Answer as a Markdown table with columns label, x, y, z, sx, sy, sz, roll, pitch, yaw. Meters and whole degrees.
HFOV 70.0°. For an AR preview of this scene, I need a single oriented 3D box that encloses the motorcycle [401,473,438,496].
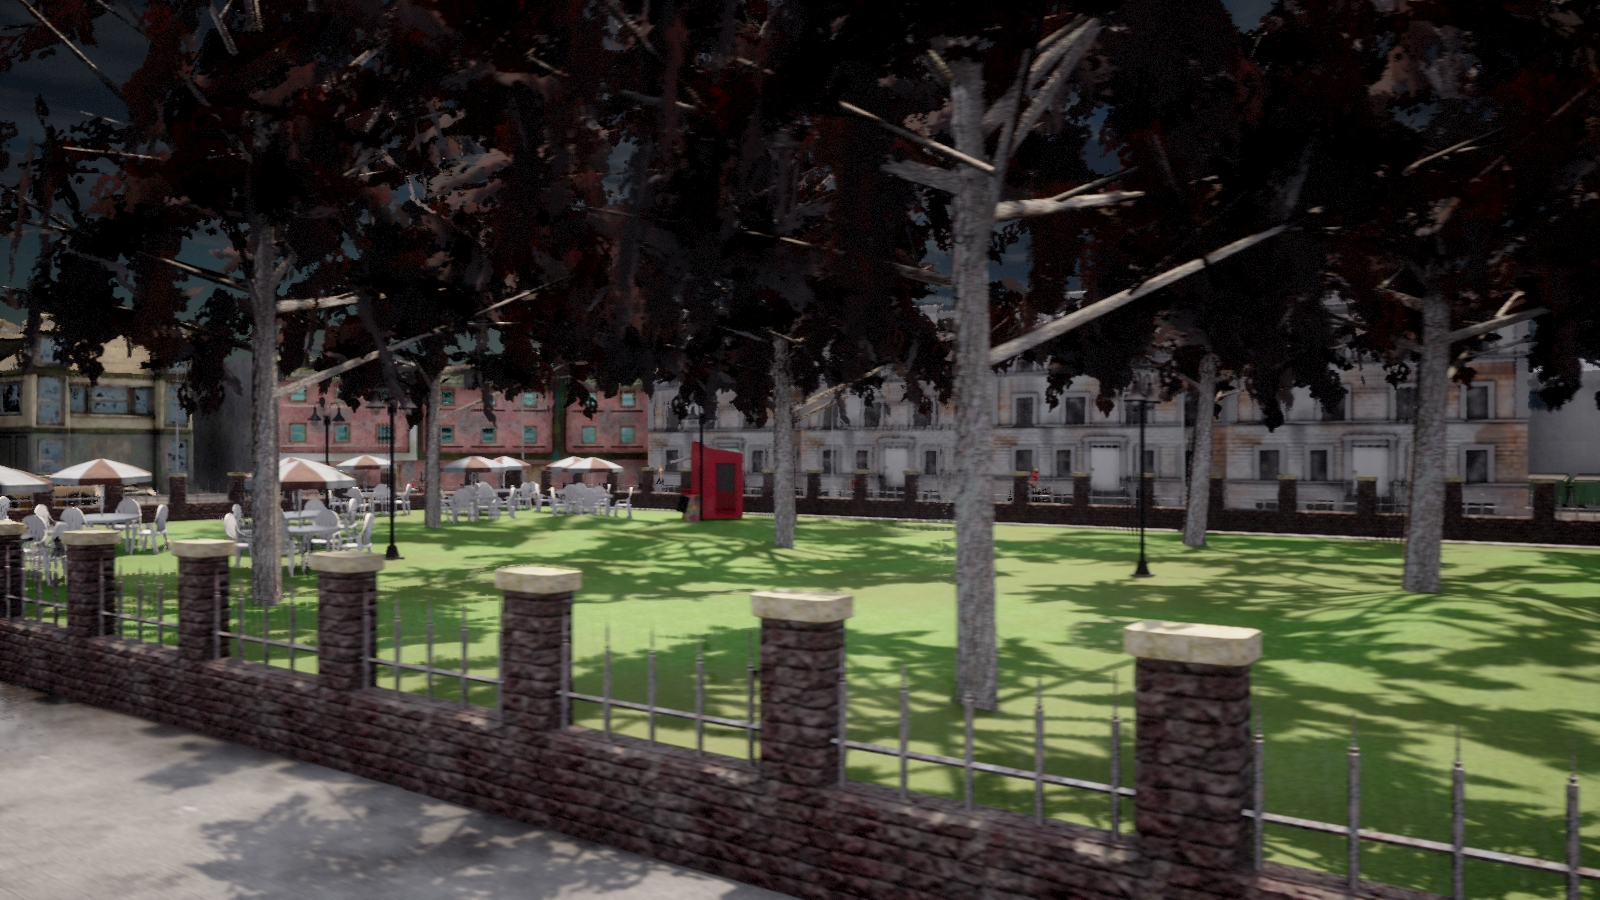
| label | x | y | z | sx | sy | sz | roll | pitch | yaw |
| --- | --- | --- | --- | --- | --- | --- | --- | --- | --- |
| motorcycle | -21.426 | 1.958 | 64.376 | 1.805 | 1.236 | 0.856 | 0 | 0 | -39 |

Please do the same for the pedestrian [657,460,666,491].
| label | x | y | z | sx | sy | sz | roll | pitch | yaw |
| --- | --- | --- | --- | --- | --- | --- | --- | --- | --- |
| pedestrian | -8.286 | 1.520 | 68.311 | 0.375 | 1.860 | 0.375 | 0 | 0 | 19 |

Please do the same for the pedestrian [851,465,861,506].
| label | x | y | z | sx | sy | sz | roll | pitch | yaw |
| --- | --- | --- | --- | --- | --- | --- | --- | --- | --- |
| pedestrian | 2.573 | 1.625 | 52.412 | 0.375 | 1.860 | 0.375 | 0 | 0 | 19 |

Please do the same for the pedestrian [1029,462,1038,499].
| label | x | y | z | sx | sy | sz | roll | pitch | yaw |
| --- | --- | --- | --- | --- | --- | --- | --- | --- | --- |
| pedestrian | 11.632 | 1.522 | 56.917 | 0.375 | 1.860 | 0.375 | 0 | 0 | 31 |

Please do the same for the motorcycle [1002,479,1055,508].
| label | x | y | z | sx | sy | sz | roll | pitch | yaw |
| --- | --- | --- | --- | --- | --- | --- | --- | --- | --- |
| motorcycle | 10.475 | 1.982 | 52.324 | 2.209 | 1.251 | 0.867 | 0 | 0 | 35 |
